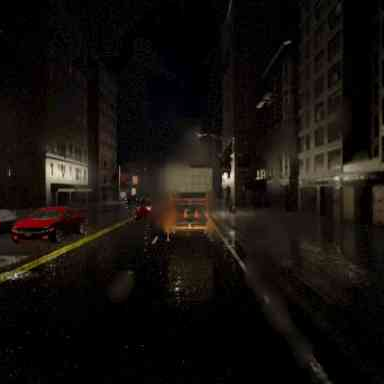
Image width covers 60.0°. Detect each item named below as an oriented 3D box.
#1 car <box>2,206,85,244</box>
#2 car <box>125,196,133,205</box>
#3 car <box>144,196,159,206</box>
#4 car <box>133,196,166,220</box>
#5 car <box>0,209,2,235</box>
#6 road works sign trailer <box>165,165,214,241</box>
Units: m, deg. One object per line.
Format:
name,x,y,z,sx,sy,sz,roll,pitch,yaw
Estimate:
car,-6.702,1.480,16.057,1.882,1.535,5.008,0,0,0
car,-10.190,1.517,57.198,1.837,1.490,4.892,0,0,0
car,-6.940,1.490,57.195,1.882,1.535,5.008,0,0,0
car,-3.330,1.358,27.875,2.097,1.767,4.553,0,0,0
car,-9.953,1.550,16.083,2.033,1.411,5.357,0,0,0
road works sign trailer,-0.108,0.467,16.724,2.380,3.560,2.880,0,0,0
